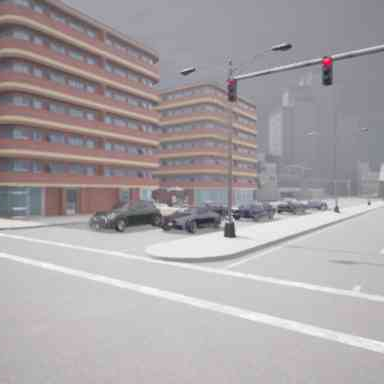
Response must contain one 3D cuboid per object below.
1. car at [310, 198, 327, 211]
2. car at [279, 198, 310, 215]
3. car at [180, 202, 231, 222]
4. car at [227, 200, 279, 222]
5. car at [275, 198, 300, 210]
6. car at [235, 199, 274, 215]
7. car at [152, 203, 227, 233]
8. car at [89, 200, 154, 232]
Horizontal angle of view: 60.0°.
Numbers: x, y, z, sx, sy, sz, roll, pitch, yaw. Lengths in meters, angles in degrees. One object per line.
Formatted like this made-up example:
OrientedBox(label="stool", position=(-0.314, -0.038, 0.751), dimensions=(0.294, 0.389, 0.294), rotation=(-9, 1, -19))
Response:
OrientedBox(label="car", position=(15.607, 1.515, 41.762), dimensions=(1.812, 1.442, 4.674), rotation=(0, 0, 35))
OrientedBox(label="car", position=(10.222, 1.582, 34.090), dimensions=(1.895, 1.301, 4.718), rotation=(0, 0, 35))
OrientedBox(label="car", position=(1.213, 1.559, 27.308), dimensions=(1.895, 1.301, 4.718), rotation=(0, 0, 35))
OrientedBox(label="car", position=(4.976, 1.575, 26.575), dimensions=(1.895, 1.301, 4.718), rotation=(0, 0, 35))
OrientedBox(label="car", position=(12.561, 1.500, 43.514), dimensions=(1.812, 1.442, 4.674), rotation=(0, 0, 35))
OrientedBox(label="car", position=(6.696, 1.513, 35.156), dimensions=(2.033, 1.411, 5.357), rotation=(0, 0, 35))
OrientedBox(label="car", position=(-0.038, 1.531, 19.393), dimensions=(1.994, 1.385, 4.181), rotation=(0, 0, 35))
OrientedBox(label="car", position=(-3.908, 1.303, 19.972), dimensions=(2.097, 1.767, 4.553), rotation=(0, 0, 35))
